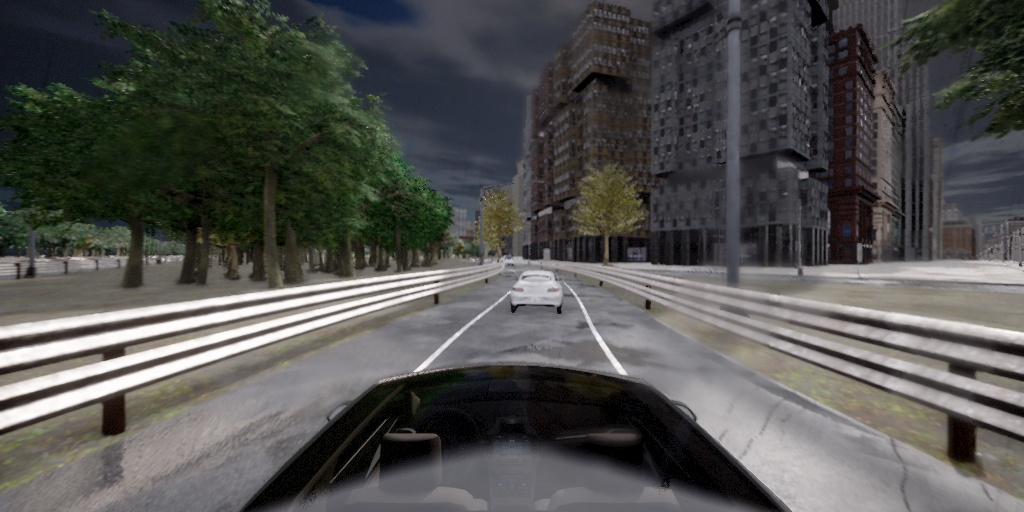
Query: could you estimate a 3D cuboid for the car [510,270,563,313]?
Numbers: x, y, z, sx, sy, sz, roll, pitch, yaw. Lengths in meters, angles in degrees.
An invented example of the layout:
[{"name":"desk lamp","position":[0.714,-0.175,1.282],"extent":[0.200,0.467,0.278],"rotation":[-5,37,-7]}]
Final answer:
[{"name":"car","position":[1.007,1.278,14.049],"extent":[1.812,1.442,4.674],"rotation":[0,0,6]}]
